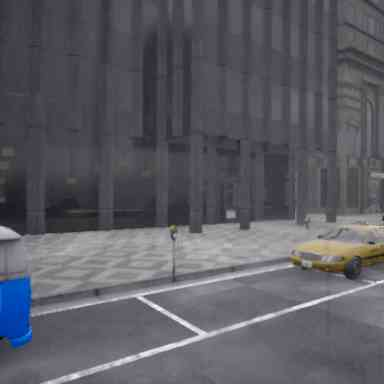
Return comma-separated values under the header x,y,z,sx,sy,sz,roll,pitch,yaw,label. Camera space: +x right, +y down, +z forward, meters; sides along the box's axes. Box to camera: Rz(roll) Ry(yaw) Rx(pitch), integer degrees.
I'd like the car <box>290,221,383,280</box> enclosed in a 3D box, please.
x,y,z,sx,sy,sz,roll,pitch,yaw,label
5.014,1.605,10.217,4.829,1.417,1.752,1,0,-35,car

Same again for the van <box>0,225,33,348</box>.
x,y,z,sx,sy,sz,roll,pitch,yaw,label
-3.984,1.332,3.809,3.998,1.788,1.690,1,0,-35,van
